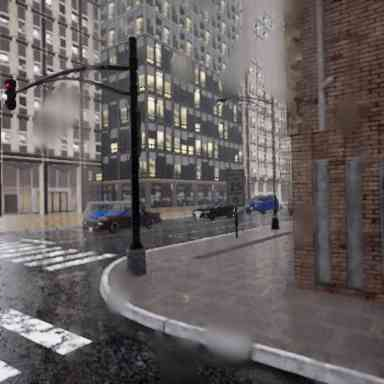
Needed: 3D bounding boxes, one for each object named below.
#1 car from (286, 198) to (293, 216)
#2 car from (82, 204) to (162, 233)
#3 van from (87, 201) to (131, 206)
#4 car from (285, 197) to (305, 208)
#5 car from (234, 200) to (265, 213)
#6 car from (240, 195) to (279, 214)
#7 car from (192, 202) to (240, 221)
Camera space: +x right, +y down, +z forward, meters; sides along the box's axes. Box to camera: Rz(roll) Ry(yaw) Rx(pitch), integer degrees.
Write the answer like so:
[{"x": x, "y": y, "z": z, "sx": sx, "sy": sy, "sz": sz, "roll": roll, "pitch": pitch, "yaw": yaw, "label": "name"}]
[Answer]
[{"x": 10.825, "y": 1.353, "z": 31.926, "sx": 2.192, "sy": 1.841, "sz": 5.009, "roll": -2, "pitch": -1, "yaw": 36, "label": "car"}, {"x": -4.178, "y": 1.696, "z": 20.945, "sx": 2.033, "sy": 1.411, "sz": 5.357, "roll": -2, "pitch": -1, "yaw": 36, "label": "car"}, {"x": -5.693, "y": 1.556, "z": 23.283, "sx": 1.690, "sy": 1.788, "sz": 3.998, "roll": -2, "pitch": -1, "yaw": 36, "label": "van"}, {"x": 16.971, "y": 1.734, "z": 54.844, "sx": 1.967, "sy": 1.590, "sz": 4.097, "roll": -2, "pitch": -1, "yaw": 36, "label": "car"}, {"x": 7.161, "y": 1.784, "z": 41.178, "sx": 1.752, "sy": 1.417, "sz": 4.829, "roll": -2, "pitch": -1, "yaw": 36, "label": "car"}, {"x": 8.013, "y": 1.410, "z": 37.915, "sx": 2.150, "sy": 2.045, "sz": 5.566, "roll": -2, "pitch": -1, "yaw": 36, "label": "car"}, {"x": 1.913, "y": 1.660, "z": 29.427, "sx": 2.128, "sy": 1.511, "sz": 4.902, "roll": -2, "pitch": -1, "yaw": 36, "label": "car"}]
